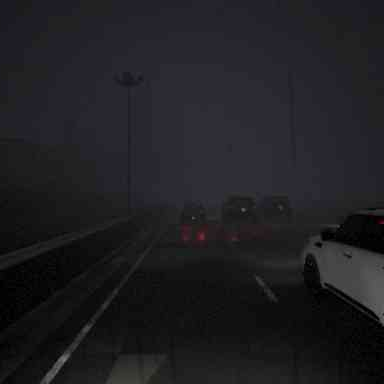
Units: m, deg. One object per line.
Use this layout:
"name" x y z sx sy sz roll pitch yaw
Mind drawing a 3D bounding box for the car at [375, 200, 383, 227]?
"car" 14.092 1.465 21.460 2.097 1.767 4.553 0 0 0

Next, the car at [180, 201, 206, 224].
"car" 0.092 1.628 25.805 2.128 1.511 4.902 0 0 0

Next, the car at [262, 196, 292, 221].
"car" 7.091 1.376 29.269 2.150 2.045 5.566 0 0 0

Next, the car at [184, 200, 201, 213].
"car" 0.076 1.787 42.084 1.994 1.385 4.181 0 0 0

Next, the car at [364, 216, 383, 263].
"car" 7.097 1.577 9.606 1.812 1.442 4.674 0 0 0

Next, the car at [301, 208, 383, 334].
"car" 3.597 1.250 5.351 2.150 2.045 5.566 0 0 0

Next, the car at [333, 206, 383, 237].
"car" 10.593 1.652 19.848 2.033 1.411 5.357 0 0 0

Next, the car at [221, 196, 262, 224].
"car" 3.580 1.359 25.930 2.150 2.045 5.566 0 0 0
